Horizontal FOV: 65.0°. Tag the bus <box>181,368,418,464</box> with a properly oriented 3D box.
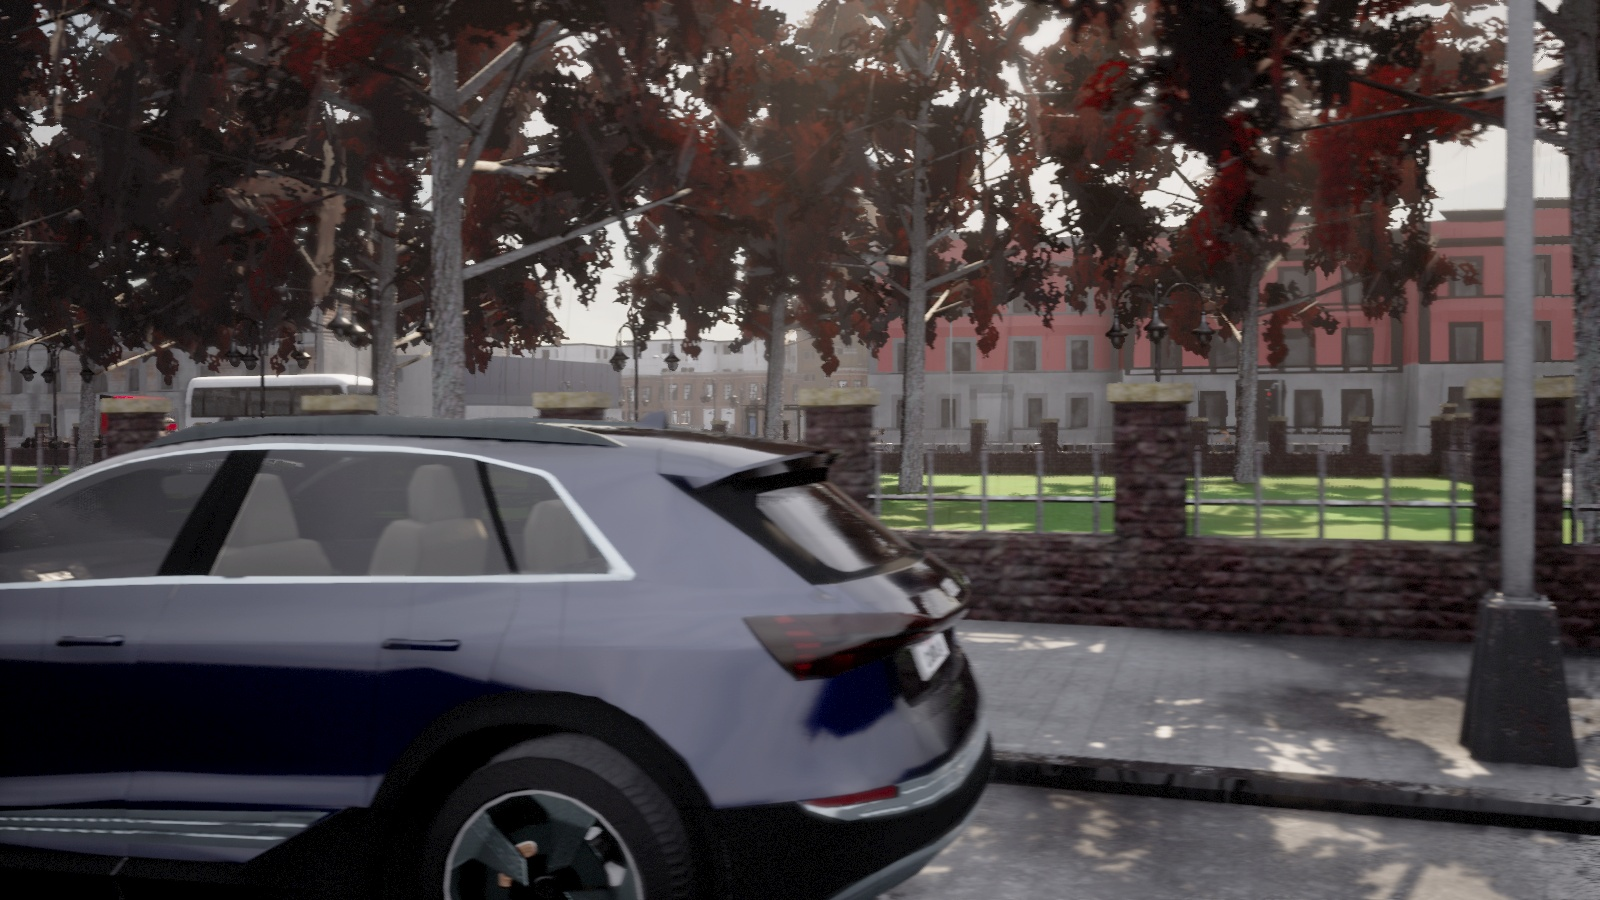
[{"bbox_3d":[-23.680,-1.591,59.453,10.273,4.253,3.944,1,1,19],"label":"bus"}]

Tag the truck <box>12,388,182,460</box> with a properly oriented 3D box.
[{"bbox_3d":[-35.517,-1.304,63.428,7.936,3.462,2.891,0,1,19],"label":"truck"}]

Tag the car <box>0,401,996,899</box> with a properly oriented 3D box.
[{"bbox_3d":[-1.851,0.678,4.505,4.856,1.649,2.033,0,1,15],"label":"car"}]
